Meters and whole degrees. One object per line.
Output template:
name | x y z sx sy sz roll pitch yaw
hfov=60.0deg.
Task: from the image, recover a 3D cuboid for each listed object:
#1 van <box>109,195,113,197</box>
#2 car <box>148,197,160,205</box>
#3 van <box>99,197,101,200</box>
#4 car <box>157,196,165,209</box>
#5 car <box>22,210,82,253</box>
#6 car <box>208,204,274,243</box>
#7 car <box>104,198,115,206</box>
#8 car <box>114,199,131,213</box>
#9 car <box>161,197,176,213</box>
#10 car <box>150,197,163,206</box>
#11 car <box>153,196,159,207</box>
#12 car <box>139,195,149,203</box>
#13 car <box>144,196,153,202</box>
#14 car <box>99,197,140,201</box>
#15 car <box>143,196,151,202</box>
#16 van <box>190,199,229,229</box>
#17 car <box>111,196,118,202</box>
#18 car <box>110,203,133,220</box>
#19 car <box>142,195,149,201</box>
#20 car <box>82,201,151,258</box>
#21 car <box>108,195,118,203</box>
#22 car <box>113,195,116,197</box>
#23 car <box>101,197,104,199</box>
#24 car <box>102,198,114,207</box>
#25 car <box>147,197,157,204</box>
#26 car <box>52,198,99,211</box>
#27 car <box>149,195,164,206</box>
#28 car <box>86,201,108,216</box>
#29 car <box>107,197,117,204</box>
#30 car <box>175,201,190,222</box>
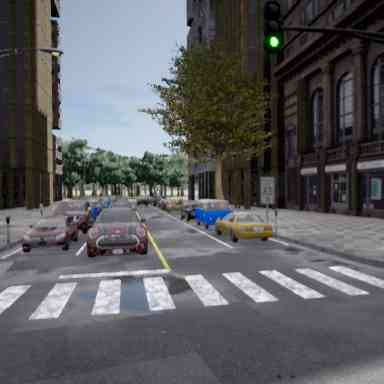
van | -12.647 1.574 47.838 1.690 1.788 3.998 -1 0 -11
car | -7.616 1.745 66.219 2.008 1.369 4.403 -1 0 -11
van | -8.204 1.495 25.558 1.690 1.788 3.998 -1 0 -11
car | -3.173 1.668 43.942 1.887 1.381 4.507 -1 0 -11
car | -5.977 1.687 14.417 1.802 1.307 4.206 -1 0 -11
car | 2.347 1.539 16.260 1.752 1.417 4.829 -1 0 -11
car | -15.975 1.868 64.547 1.802 1.307 4.206 -1 0 -11
car | -8.441 1.683 40.582 1.837 1.490 4.892 -1 0 -10
car | -2.096 1.630 38.539 1.752 1.417 4.829 -1 0 -11
car | -6.506 1.728 60.650 2.008 1.369 4.403 -1 0 -11
car | -4.284 1.692 49.511 2.008 1.369 4.403 -1 0 -11
car | -8.847 1.706 58.812 1.837 1.490 4.892 -1 0 -11
car | -10.949 1.810 82.928 1.947 1.339 4.313 -1 0 -11
car | -4.756 1.459 21.943 2.097 1.767 4.553 -1 0 -11
car | -12.093 1.785 88.663 1.752 1.417 4.829 -1 0 -11
van | 1.265 1.379 21.664 1.690 1.788 3.998 -1 0 -11
car | -21.497 1.892 92.229 1.752 1.417 4.829 -1 0 -11
car | -6.525 1.745 30.839 1.895 1.301 4.718 -1 0 -11
car | -13.173 1.715 94.066 1.967 1.590 4.097 -1 0 -11
car | -2.979 1.420 13.313 2.097 1.767 4.553 -1 0 -13
car | -19.313 1.651 81.257 2.192 1.841 5.009 -1 0 -11
car | -13.756 1.691 53.408 1.967 1.590 4.097 -1 0 -11
car | -9.315 1.491 31.128 2.192 1.841 5.009 -1 0 -11
car | -14.865 1.814 58.977 1.887 1.381 4.507 -1 0 -11
car | -8.727 1.793 71.789 1.802 1.307 4.206 -1 0 -11
car | -7.094 1.445 19.988 2.192 1.841 5.009 -1 0 -11
car | -5.399 1.475 55.080 2.192 1.841 5.009 -1 0 -11
car | -10.421 1.747 36.698 2.008 1.369 4.403 -1 0 -11
car | -18.197 1.864 75.687 1.887 1.381 4.507 -1 0 -11
car | 0.160 1.628 27.233 1.947 1.339 4.313 -1 0 -11
